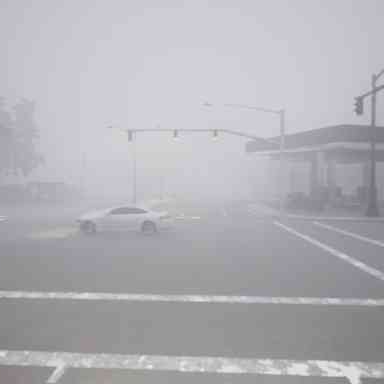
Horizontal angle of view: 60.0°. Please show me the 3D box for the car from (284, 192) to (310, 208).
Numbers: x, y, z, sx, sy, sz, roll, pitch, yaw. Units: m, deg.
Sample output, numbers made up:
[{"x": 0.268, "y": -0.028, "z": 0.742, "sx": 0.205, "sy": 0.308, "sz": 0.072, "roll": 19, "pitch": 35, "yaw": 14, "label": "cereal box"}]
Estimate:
[{"x": 11.156, "y": 0.843, "z": 35.995, "sx": 2.242, "sy": 1.667, "sz": 4.611, "roll": 0, "pitch": 1, "yaw": 3, "label": "car"}]

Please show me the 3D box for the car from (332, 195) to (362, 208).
[{"x": 16.927, "y": 1.008, "z": 36.527, "sx": 1.970, "sy": 1.475, "sz": 3.806, "roll": 0, "pitch": 1, "yaw": 3, "label": "car"}]

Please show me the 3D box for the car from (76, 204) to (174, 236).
[{"x": -3.222, "y": 1.324, "z": 16.251, "sx": 4.674, "sy": 1.442, "sz": 1.812, "roll": 0, "pitch": 1, "yaw": 3, "label": "car"}]
